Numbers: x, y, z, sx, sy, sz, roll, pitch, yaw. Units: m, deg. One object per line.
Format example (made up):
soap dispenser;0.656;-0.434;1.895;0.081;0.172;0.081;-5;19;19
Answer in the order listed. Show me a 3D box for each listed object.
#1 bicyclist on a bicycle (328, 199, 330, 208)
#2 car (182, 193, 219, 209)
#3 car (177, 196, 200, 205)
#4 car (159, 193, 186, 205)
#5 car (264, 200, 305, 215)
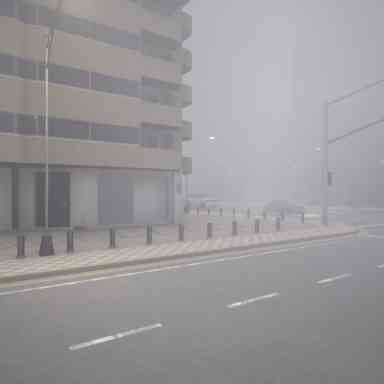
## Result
bicyclist on a bicycle;17.404;1.245;43.090;1.656;1.620;0.582;0;0;-35
car;1.294;1.166;45.252;2.150;2.045;5.566;0;0;-35
car;-0.697;1.449;60.622;1.837;1.490;4.892;0;0;-34
car;-3.434;1.166;58.421;2.150;2.045;5.566;0;0;-34
car;9.334;1.509;33.803;1.994;1.385;4.181;0;0;-35
